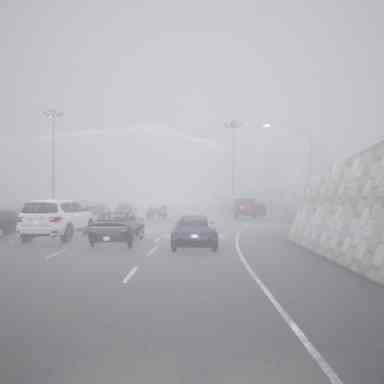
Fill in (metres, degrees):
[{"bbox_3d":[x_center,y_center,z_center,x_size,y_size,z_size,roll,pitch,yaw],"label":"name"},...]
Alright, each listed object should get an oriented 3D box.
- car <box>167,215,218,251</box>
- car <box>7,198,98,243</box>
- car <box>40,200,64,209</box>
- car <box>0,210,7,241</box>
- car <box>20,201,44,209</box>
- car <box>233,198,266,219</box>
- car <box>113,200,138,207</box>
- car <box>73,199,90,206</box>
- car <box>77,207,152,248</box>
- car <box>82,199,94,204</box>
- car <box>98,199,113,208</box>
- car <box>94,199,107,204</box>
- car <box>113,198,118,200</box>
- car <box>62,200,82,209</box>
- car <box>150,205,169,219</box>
[{"bbox_3d":[0.098,1.735,15.098,1.994,1.385,4.181,0,-1,0],"label":"car"},{"bbox_3d":[-6.900,1.418,17.345,2.150,2.045,5.566,0,-1,0],"label":"car"},{"bbox_3d":[-24.532,2.151,58.501,2.128,1.511,4.902,0,-1,1],"label":"car"},{"bbox_3d":[-10.402,1.680,17.859,1.882,1.535,5.008,0,-1,0],"label":"car"},{"bbox_3d":[-28.020,2.256,58.256,1.895,1.301,4.718,0,-1,0],"label":"car"},{"bbox_3d":[5.854,1.598,33.412,2.150,2.045,5.566,0,-1,26],"label":"car"},{"bbox_3d":[-6.904,1.902,35.235,1.837,1.490,4.892,0,-1,0],"label":"car"},{"bbox_3d":[-24.509,2.356,73.908,2.128,1.511,4.902,0,-1,0],"label":"car"},{"bbox_3d":[-3.403,1.669,15.654,2.128,1.511,4.902,0,-1,0],"label":"car"},{"bbox_3d":[-28.011,2.559,89.547,1.994,1.385,4.181,0,-1,0],"label":"car"},{"bbox_3d":[-10.404,1.891,36.724,1.882,1.535,5.008,0,-1,0],"label":"car"},{"bbox_3d":[-24.511,2.548,89.707,2.033,1.411,5.357,0,-1,0],"label":"car"},{"bbox_3d":[-21.011,2.509,89.720,1.837,1.490,4.892,0,-1,0],"label":"car"},{"bbox_3d":[-21.034,2.185,58.609,1.812,1.442,4.674,0,-1,1],"label":"car"},{"bbox_3d":[-3.404,1.980,33.599,1.895,1.301,4.718,0,-1,0],"label":"car"}]
